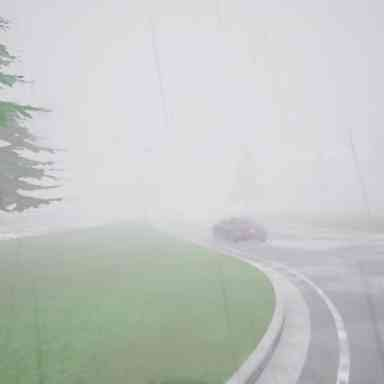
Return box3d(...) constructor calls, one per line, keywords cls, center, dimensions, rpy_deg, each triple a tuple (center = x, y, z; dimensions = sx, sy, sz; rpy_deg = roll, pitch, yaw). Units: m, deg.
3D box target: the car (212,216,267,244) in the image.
box3d(cls="car", center=(2.626, 2.110, 19.269), dimensions=(1.994, 1.385, 4.181), rpy_deg=(-1, -2, -16))
